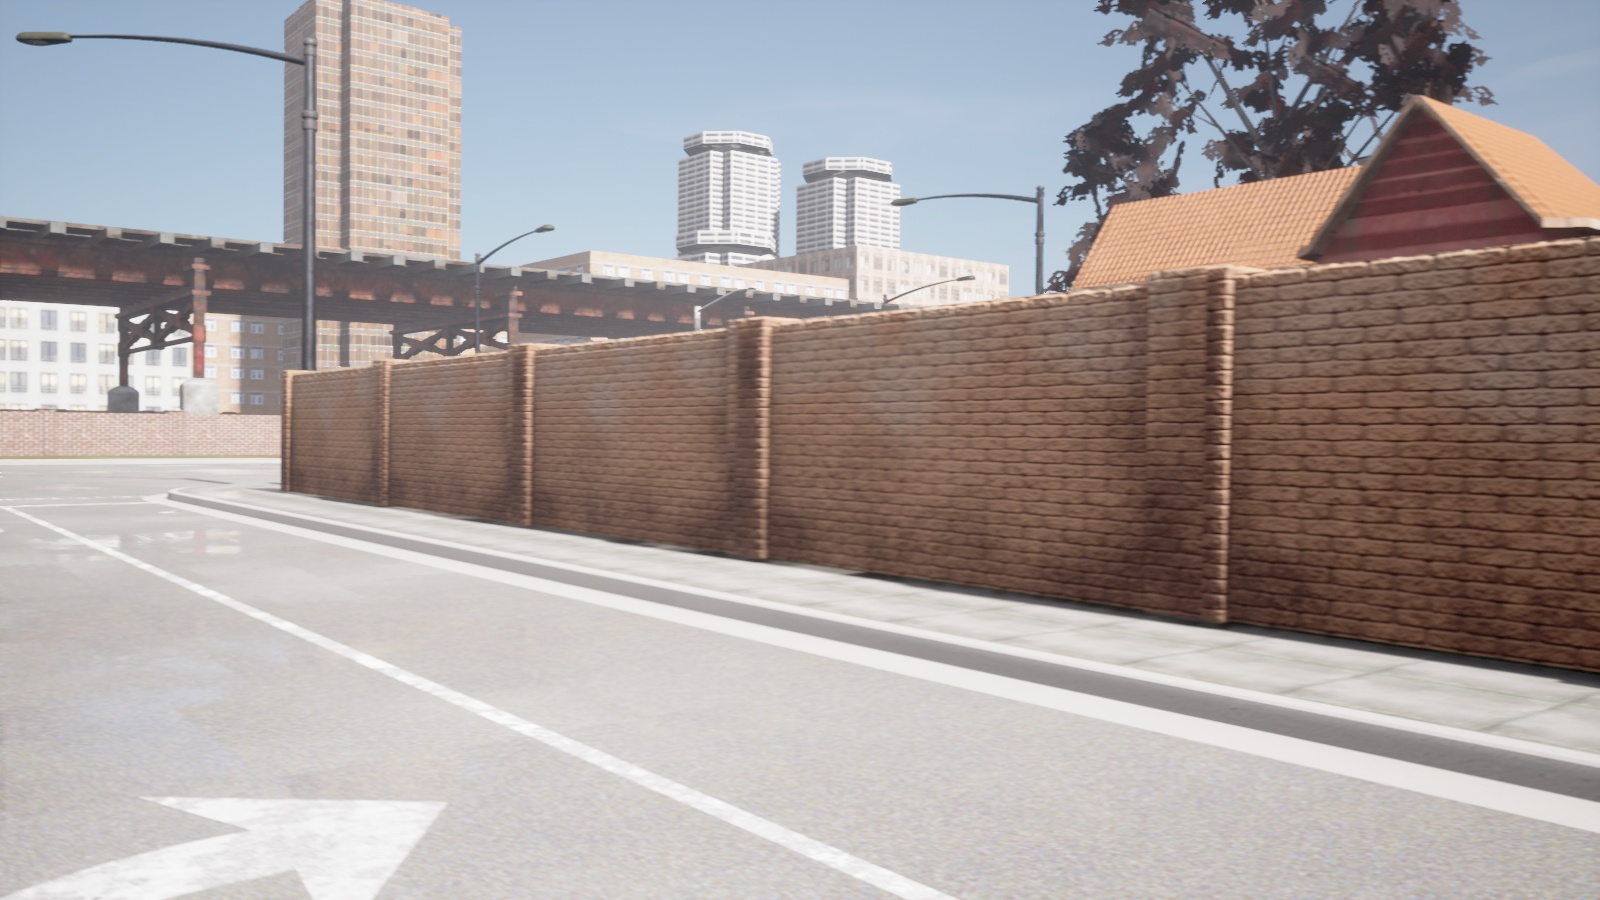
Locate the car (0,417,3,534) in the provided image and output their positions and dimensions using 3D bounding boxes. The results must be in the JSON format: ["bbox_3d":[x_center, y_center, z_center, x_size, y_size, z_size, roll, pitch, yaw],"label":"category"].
[{"bbox_3d":[-13.643,0.371,19.005,2.152,1.651,5.027,-1,1,-38],"label":"car"}]
